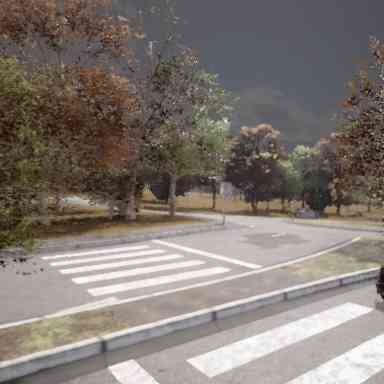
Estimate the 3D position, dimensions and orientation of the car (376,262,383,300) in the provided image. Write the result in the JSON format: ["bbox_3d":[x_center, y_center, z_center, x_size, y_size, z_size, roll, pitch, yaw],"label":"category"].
[{"bbox_3d":[5.728,1.577,6.889,4.181,1.385,1.994,1,0,-33],"label":"car"}]

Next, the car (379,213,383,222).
[{"bbox_3d":[33.723,4.342,54.197,5.357,1.411,2.033,2,-2,22],"label":"car"}]

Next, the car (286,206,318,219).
[{"bbox_3d":[17.936,3.314,54.249,4.553,1.767,2.097,4,-2,-22],"label":"car"}]

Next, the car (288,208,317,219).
[{"bbox_3d":[16.767,3.445,50.031,4.181,1.385,1.994,4,-3,-27],"label":"car"}]
